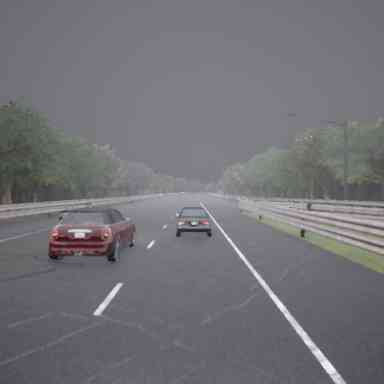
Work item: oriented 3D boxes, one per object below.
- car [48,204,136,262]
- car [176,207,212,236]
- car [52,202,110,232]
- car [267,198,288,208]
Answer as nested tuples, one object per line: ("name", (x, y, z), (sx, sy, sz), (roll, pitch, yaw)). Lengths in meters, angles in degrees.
("car", (-3.394, 1.342, 12.200), (2.097, 1.767, 4.553), (1, -1, 0))
("car", (0.096, 1.550, 18.438), (2.033, 1.411, 5.357), (0, 0, 0))
("car", (-6.905, 1.495, 21.379), (2.128, 1.511, 4.902), (0, 0, 0))
("car", (10.688, 1.600, 43.125), (1.837, 1.490, 4.892), (0, 0, -12))
